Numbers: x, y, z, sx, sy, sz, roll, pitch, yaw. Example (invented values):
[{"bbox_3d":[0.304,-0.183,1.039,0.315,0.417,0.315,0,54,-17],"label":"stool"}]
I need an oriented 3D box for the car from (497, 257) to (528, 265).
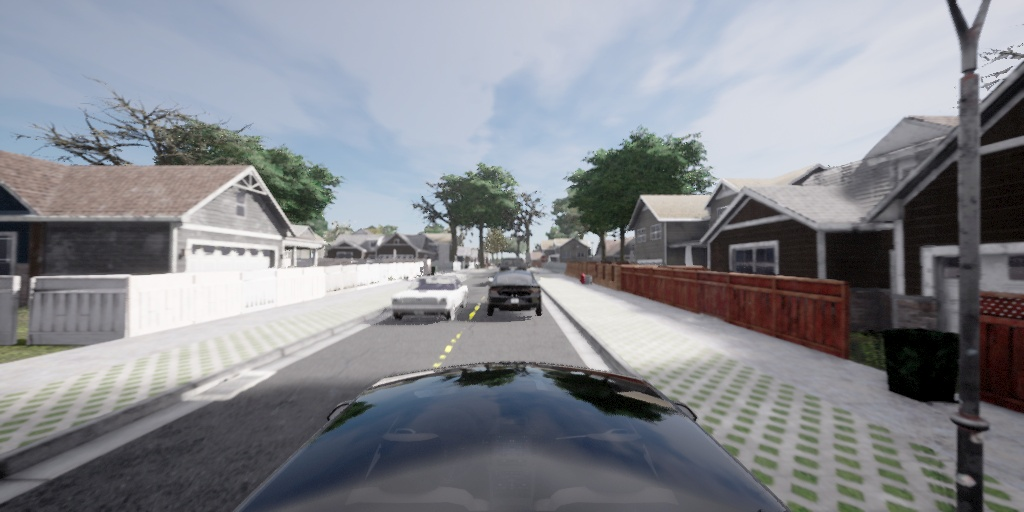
[{"bbox_3d":[0.084,1.120,28.423,2.150,2.045,5.566,0,0,0],"label":"car"}]

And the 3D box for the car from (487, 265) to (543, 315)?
[{"bbox_3d":[0.092,1.277,13.876,1.882,1.535,5.008,0,0,0],"label":"car"}]

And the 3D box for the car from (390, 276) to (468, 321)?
[{"bbox_3d":[-2.759,1.395,12.852,1.895,1.301,4.718,0,0,0],"label":"car"}]
